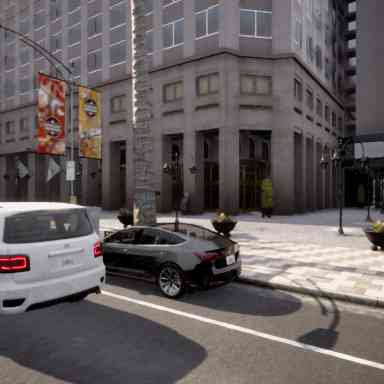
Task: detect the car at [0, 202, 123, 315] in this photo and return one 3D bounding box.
[{"bbox_3d":[-4.236,1.221,7.012,5.566,2.045,2.150,0,0,35],"label":"car"}]

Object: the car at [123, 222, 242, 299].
[{"bbox_3d":[-1.076,1.513,8.554,4.786,1.482,2.161,0,0,35],"label":"car"}]
